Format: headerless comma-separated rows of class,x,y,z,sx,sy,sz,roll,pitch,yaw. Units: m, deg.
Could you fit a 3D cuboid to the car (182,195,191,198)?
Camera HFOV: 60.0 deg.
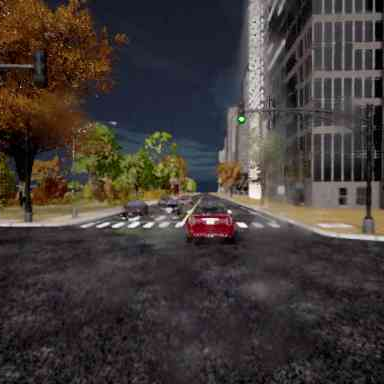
car,-0.977,1.252,53.999,2.097,1.767,4.553,0,0,3

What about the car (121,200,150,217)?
car,-5.223,1.506,31.319,2.033,1.411,5.357,0,0,2

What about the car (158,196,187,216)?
car,-1.950,1.431,31.767,2.128,1.511,4.902,0,0,2

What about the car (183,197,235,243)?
car,0.854,1.298,16.008,2.097,1.767,4.553,0,0,2
